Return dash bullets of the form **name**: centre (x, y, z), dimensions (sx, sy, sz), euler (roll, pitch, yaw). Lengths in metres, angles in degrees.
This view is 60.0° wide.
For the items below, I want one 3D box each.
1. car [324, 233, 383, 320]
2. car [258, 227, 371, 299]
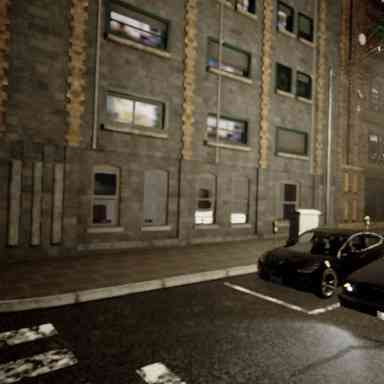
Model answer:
- **car**: centre (5.245, 1.635, 6.813), dimensions (5.357, 1.411, 2.033), euler (1, 0, -35)
- **car**: centre (3.647, 1.640, 8.683), dimensions (4.313, 1.339, 1.947), euler (1, 1, -36)
